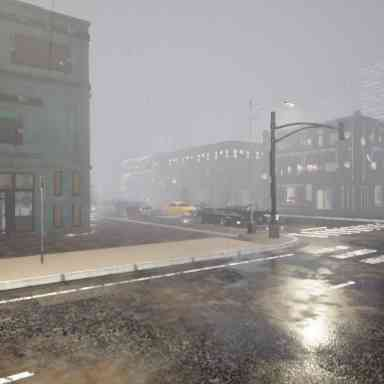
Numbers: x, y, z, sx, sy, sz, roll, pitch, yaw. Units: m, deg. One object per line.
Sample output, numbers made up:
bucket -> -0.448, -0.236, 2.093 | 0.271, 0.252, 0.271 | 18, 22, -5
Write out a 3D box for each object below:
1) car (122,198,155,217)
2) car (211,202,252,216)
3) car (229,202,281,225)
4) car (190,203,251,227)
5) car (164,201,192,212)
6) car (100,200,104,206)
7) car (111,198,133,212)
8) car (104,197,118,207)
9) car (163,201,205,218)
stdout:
car -> -5.732, 1.846, 36.745 | 1.967, 1.590, 4.097 | -1, 0, -35
car -> 4.311, 1.809, 36.945 | 2.008, 1.369, 4.403 | -2, 0, -35
car -> 4.787, 1.702, 26.084 | 2.128, 1.511, 4.902 | -1, 0, -33
car -> 2.046, 1.814, 25.251 | 1.947, 1.339, 4.313 | -1, 0, -35
car -> -1.970, 1.965, 46.060 | 1.802, 1.307, 4.206 | -1, 0, -35
car -> -17.677, 2.227, 68.847 | 1.887, 1.381, 4.507 | -1, 0, -35
car -> -9.180, 1.967, 46.369 | 1.882, 1.535, 5.008 | -1, 0, -34
car -> -14.542, 1.939, 64.289 | 2.192, 1.841, 5.009 | -1, 0, -35
car -> -1.190, 1.809, 34.739 | 1.882, 1.535, 5.008 | -1, 0, -34
